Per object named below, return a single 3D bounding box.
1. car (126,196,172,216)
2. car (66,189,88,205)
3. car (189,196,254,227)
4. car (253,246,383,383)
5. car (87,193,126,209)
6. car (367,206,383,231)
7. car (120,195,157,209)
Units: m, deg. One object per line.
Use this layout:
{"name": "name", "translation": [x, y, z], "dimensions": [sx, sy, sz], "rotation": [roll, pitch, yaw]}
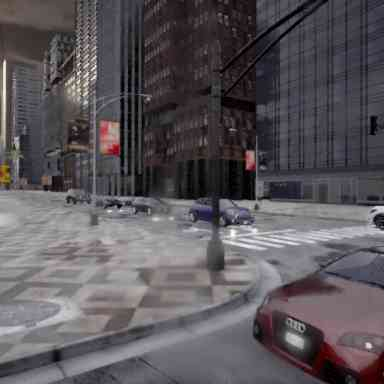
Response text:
{"name": "car", "translation": [-3.516, 1.175, 28.392], "dimensions": [1.837, 1.490, 4.892], "rotation": [0, 1, -35]}
{"name": "car", "translation": [-15.593, 0.628, 45.592], "dimensions": [2.150, 2.045, 5.566], "rotation": [0, 1, -35]}
{"name": "car", "translation": [1.772, 1.140, 20.894], "dimensions": [2.097, 1.767, 4.553], "rotation": [0, 1, -35]}
{"name": "car", "translation": [2.953, 1.559, 4.881], "dimensions": [4.181, 1.385, 1.994], "rotation": [0, 0, -29]}
{"name": "car", "translation": [-9.457, 1.088, 36.827], "dimensions": [2.033, 1.411, 5.357], "rotation": [0, 1, -35]}
{"name": "car", "translation": [12.352, 1.177, 17.505], "dimensions": [2.150, 2.045, 5.566], "rotation": [0, 1, -35]}
{"name": "car", "translation": [-6.274, 1.108, 38.280], "dimensions": [2.033, 1.411, 5.357], "rotation": [0, 1, -35]}
